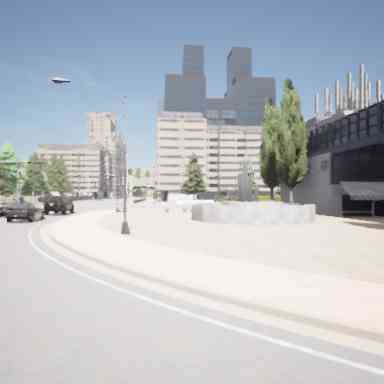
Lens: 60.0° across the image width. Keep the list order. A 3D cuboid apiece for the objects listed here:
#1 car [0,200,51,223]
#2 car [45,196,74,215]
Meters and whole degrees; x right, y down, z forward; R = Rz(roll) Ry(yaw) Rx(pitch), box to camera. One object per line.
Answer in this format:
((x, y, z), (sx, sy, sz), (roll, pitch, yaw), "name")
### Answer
((-13.795, 1.675, 27.722), (2.128, 1.511, 4.902), (0, 0, -9), "car")
((-14.902, 1.480, 37.313), (2.150, 2.045, 5.566), (0, 0, -6), "car")
